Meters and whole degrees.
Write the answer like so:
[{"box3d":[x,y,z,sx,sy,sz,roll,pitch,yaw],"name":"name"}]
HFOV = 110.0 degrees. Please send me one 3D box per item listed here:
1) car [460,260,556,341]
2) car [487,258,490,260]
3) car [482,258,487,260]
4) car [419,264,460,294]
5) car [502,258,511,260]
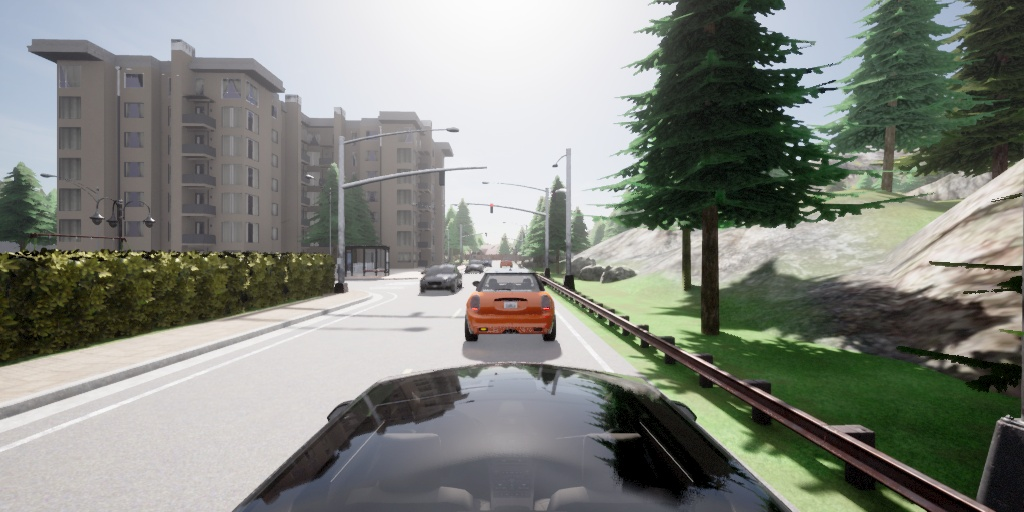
[{"box3d":[-0.057,1.102,10.012,2.097,1.767,4.553,0,0,-1],"name":"car"},{"box3d":[-4.604,1.101,63.082,2.097,1.767,4.553,0,0,-1],"name":"car"},{"box3d":[-4.297,1.254,41.401,1.837,1.490,4.892,0,0,-1],"name":"car"},{"box3d":[-3.915,1.252,20.388,1.837,1.490,4.892,0,0,-1],"name":"car"},{"box3d":[-0.959,1.102,61.268,2.097,1.767,4.553,0,0,-1],"name":"car"}]
